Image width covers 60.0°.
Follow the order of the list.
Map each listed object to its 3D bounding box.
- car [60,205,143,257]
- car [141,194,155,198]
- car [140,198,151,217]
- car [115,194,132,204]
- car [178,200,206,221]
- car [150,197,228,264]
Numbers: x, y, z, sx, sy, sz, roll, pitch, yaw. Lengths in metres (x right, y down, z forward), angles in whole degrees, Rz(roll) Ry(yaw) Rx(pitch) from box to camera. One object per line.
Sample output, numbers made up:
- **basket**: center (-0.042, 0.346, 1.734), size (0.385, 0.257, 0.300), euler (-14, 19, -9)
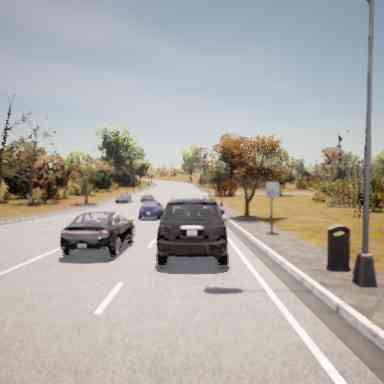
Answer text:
- **car**: center (-3.456, 1.488, 12.947), size (2.128, 1.511, 4.902), euler (0, 0, 1)
- **car**: center (-7.075, 0.971, 53.057), size (1.994, 1.385, 4.181), euler (0, 3, 0)
- **car**: center (-3.448, 1.518, 28.739), size (1.812, 1.442, 4.674), euler (0, 0, 1)
- **car**: center (-10.582, 1.022, 51.761), size (2.033, 1.411, 5.357), euler (0, 3, 0)
- **car**: center (0.044, 1.485, 27.965), size (2.128, 1.511, 4.902), euler (0, 0, 1)
- **car**: center (0.031, 1.220, 11.882), size (2.150, 2.045, 5.566), euler (0, 0, 1)
